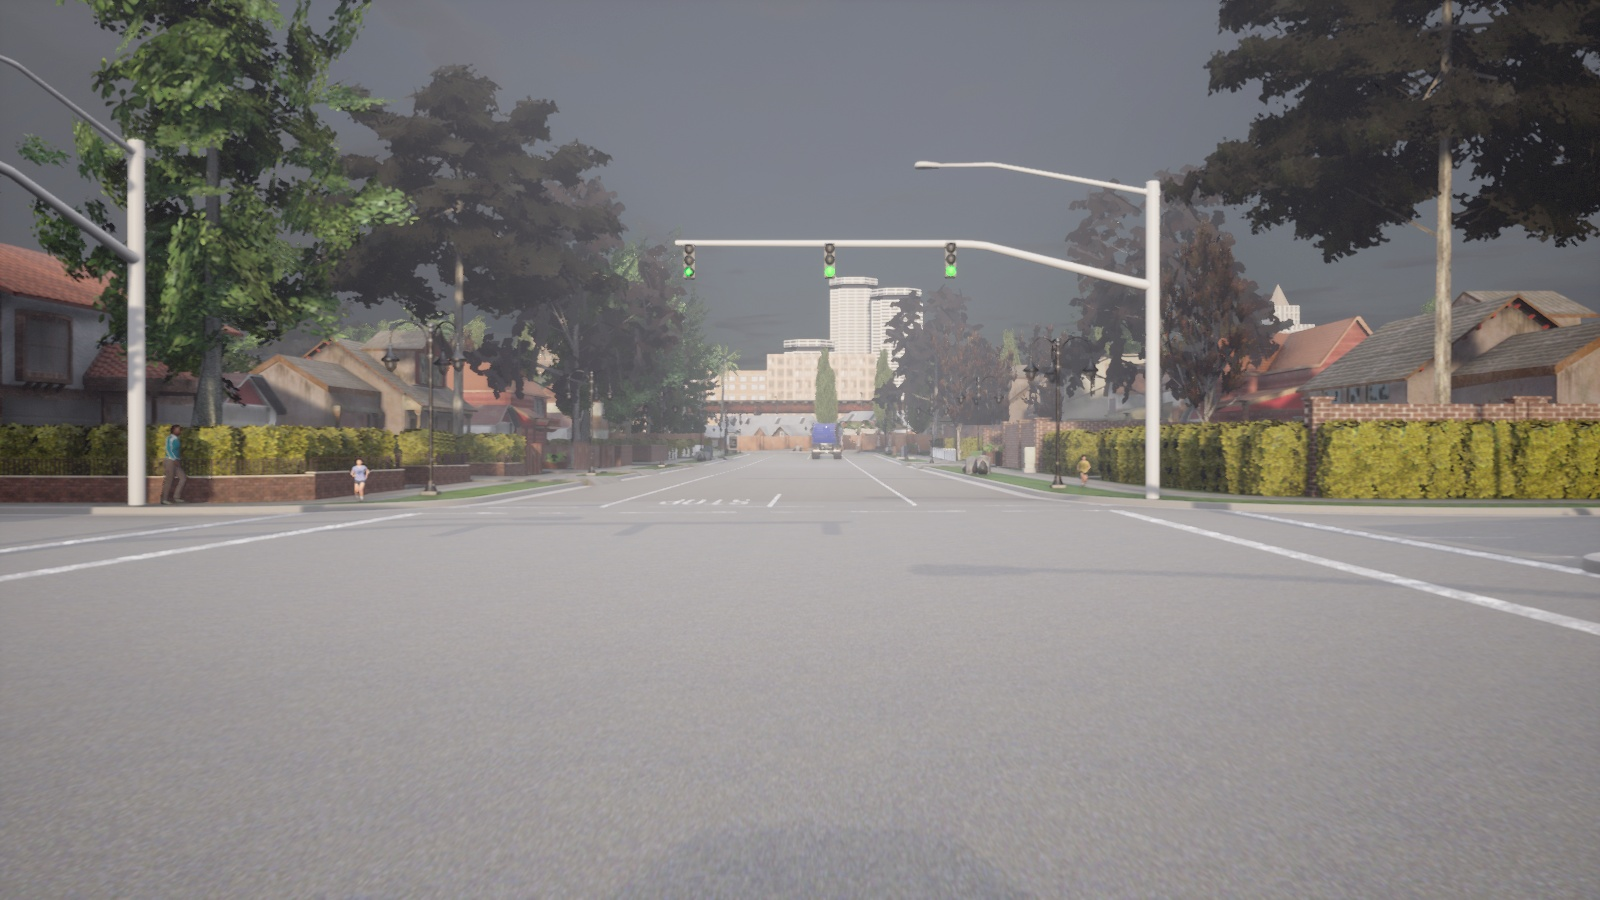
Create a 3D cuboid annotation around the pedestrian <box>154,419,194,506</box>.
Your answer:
[{"bbox_3d":[-13.984,0.287,28.076,0.692,1.930,0.396,0,0,3],"label":"pedestrian"}]

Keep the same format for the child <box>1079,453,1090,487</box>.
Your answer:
[{"bbox_3d":[9.148,0.638,40.385,0.255,1.110,0.394,0,0,2],"label":"child"}]

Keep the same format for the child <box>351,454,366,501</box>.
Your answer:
[{"bbox_3d":[-10.544,0.662,29.984,0.255,1.110,0.394,0,0,-8],"label":"child"}]
